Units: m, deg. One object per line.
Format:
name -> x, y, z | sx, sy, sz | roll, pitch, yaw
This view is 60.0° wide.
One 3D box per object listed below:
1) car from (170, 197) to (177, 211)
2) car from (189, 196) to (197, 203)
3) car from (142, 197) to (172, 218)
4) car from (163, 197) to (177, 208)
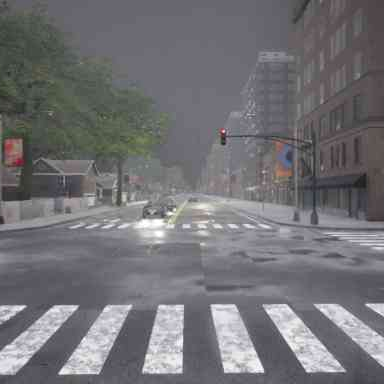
car -> -3.278, 1.372, 39.828 | 2.097, 1.767, 4.553 | 0, 0, 0
car -> 0.209, 1.546, 70.222 | 2.128, 1.511, 4.902 | 0, 0, 0
car -> -3.297, 1.504, 30.093 | 2.128, 1.511, 4.902 | 0, 0, 0
car -> -3.256, 1.554, 49.785 | 1.812, 1.442, 4.674 | 0, 0, 0
